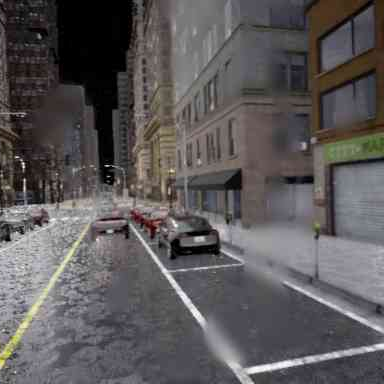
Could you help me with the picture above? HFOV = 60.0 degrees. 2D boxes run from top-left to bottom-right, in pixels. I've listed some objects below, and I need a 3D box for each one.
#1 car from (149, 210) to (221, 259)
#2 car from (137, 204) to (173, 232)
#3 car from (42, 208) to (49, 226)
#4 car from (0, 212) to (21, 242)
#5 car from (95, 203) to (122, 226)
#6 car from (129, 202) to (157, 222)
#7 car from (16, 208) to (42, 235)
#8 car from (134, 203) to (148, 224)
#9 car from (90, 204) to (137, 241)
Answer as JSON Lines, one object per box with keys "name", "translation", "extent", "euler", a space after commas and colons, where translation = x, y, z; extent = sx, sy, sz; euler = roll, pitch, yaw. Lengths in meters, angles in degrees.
{"name": "car", "translation": [-0.262, 1.541, 12.492], "extent": [1.947, 1.339, 4.313], "euler": [-3, 0, -14]}
{"name": "car", "translation": [-1.604, 1.559, 17.831], "extent": [1.887, 1.381, 4.507], "euler": [-3, 0, -14]}
{"name": "car", "translation": [-12.546, 1.973, 26.434], "extent": [1.887, 1.381, 4.507], "euler": [-3, 0, -14]}
{"name": "car", "translation": [-9.864, 1.915, 15.755], "extent": [1.947, 1.339, 4.313], "euler": [-3, 0, -14]}
{"name": "car", "translation": [-6.618, 1.696, 26.504], "extent": [1.837, 1.490, 4.892], "euler": [-2, 0, -14]}
{"name": "car", "translation": [-4.285, 1.638, 28.510], "extent": [1.887, 1.381, 4.507], "euler": [-3, 0, -14]}
{"name": "car", "translation": [-11.206, 1.940, 21.094], "extent": [2.008, 1.369, 4.403], "euler": [-3, 0, -14]}
{"name": "car", "translation": [-2.944, 1.598, 23.170], "extent": [1.887, 1.381, 4.507], "euler": [-3, 0, -14]}
{"name": "car", "translation": [-4.351, 1.616, 17.687], "extent": [2.128, 1.511, 4.902], "euler": [-2, 0, -14]}
